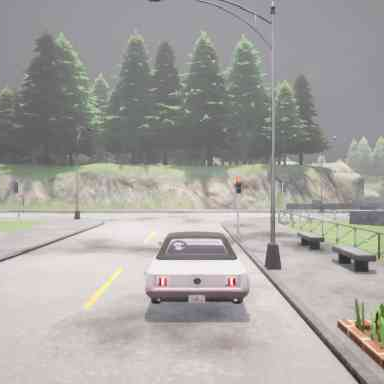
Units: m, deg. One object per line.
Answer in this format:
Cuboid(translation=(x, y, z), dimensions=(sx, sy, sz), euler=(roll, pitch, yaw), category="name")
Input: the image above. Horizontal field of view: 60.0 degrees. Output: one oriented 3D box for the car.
Cuboid(translation=(0.095, 1.601, 8.098), dimensions=(1.895, 1.301, 4.718), euler=(0, 0, 0), category="car")
